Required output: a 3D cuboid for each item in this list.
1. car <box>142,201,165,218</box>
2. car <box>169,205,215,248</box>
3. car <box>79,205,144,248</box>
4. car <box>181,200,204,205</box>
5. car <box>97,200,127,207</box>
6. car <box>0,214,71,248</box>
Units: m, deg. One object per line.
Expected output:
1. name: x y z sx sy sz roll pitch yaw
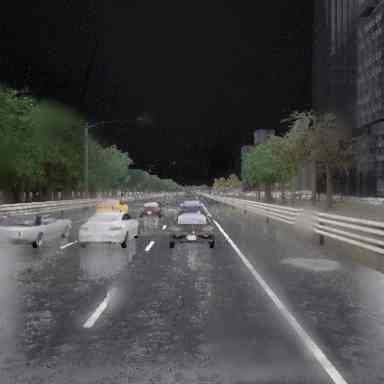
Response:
1. car: -3.499 1.521 29.650 1.812 1.442 4.674 0 0 0
2. car: 0.001 1.529 14.650 1.812 1.442 4.674 0 0 0
3. car: -3.499 1.529 14.650 1.812 1.442 4.674 0 0 0
4. car: 0.001 1.473 29.650 1.882 1.535 5.008 0 0 0
5. car: -6.999 1.473 29.650 1.882 1.535 5.008 0 0 0
6. car: -6.999 1.612 14.680 1.895 1.301 4.718 0 0 0
